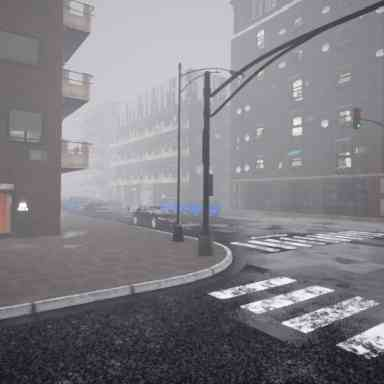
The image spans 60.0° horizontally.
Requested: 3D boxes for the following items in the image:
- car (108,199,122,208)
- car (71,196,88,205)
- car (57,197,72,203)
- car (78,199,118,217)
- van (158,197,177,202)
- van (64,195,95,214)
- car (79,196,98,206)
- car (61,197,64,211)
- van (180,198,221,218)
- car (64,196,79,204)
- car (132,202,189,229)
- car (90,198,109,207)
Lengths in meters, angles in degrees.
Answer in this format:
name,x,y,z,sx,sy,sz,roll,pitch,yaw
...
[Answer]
name,x,y,z,sx,sy,sz,roll,pitch,yaw
car,-11.801,1.683,49.109,1.887,1.381,4.507,1,-1,-35
car,-21.332,1.606,62.923,1.967,1.590,4.097,1,-1,-35
car,-27.688,1.727,72.131,1.887,1.381,4.507,1,-1,-35
car,-8.755,1.592,30.820,1.802,1.307,4.206,1,-1,-35
van,-2.268,1.450,35.297,1.690,1.788,3.998,1,-1,-35
van,-11.931,1.361,35.426,1.690,1.788,3.998,1,-1,-35
car,-18.155,1.597,58.318,1.967,1.590,4.097,1,-1,-35
car,-15.110,1.581,40.029,2.008,1.369,4.403,1,-1,-35
van,0.910,1.439,30.692,1.690,1.788,3.998,1,-1,-35
car,-24.509,1.614,67.527,1.967,1.590,4.097,1,-1,-35
car,-2.400,1.540,21.611,2.008,1.369,4.403,1,-1,-35
car,-14.979,1.730,53.713,1.802,1.307,4.206,1,-1,-35
